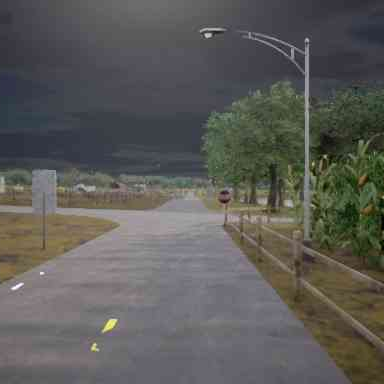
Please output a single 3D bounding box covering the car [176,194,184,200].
[{"bbox_3d":[-2.750,1.135,77.176,2.033,1.411,5.357,0,0,0],"label":"car"}]
